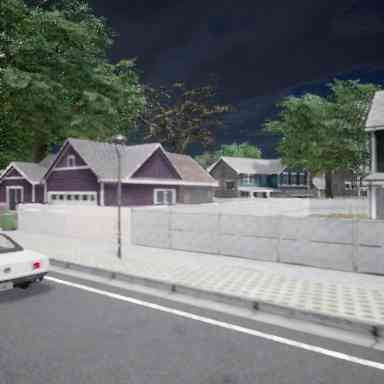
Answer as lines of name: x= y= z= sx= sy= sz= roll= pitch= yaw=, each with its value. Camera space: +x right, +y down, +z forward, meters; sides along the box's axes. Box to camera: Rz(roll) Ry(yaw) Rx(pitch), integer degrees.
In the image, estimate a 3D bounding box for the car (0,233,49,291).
car: x=-5.545 y=1.609 z=7.954 sx=4.718 sy=1.301 sz=1.895 roll=0 pitch=0 yaw=36
